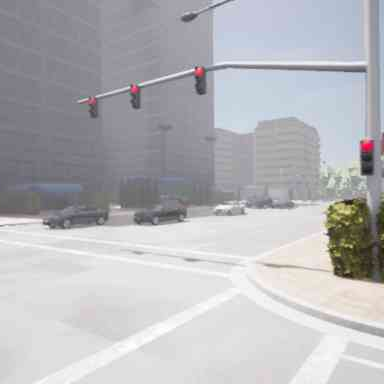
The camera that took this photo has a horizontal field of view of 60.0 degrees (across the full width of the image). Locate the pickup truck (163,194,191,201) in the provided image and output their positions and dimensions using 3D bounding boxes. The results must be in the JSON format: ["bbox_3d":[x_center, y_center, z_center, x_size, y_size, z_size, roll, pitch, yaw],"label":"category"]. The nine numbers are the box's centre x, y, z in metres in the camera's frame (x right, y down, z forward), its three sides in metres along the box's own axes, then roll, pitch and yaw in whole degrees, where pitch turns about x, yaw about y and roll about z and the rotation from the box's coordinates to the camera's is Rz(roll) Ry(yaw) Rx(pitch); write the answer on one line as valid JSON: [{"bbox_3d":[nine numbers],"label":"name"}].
[{"bbox_3d":[-3.339,1.407,53.207,6.274,2.098,2.390,0,0,-24],"label":"pickup truck"}]

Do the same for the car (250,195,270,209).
[{"bbox_3d":[10.042,1.414,49.483,2.150,2.045,5.566,-1,-1,36],"label":"car"}]

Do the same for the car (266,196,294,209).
[{"bbox_3d":[12.954,1.697,47.530,2.033,1.411,5.357,-1,0,36],"label":"car"}]

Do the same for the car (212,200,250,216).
[{"bbox_3d":[3.944,1.691,34.879,1.812,1.442,4.674,-1,-1,35],"label":"car"}]

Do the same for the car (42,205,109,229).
[{"bbox_3d":[-8.197,1.728,23.786,1.837,1.490,4.892,-1,0,35],"label":"car"}]

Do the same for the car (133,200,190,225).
[{"bbox_3d":[-2.430,1.655,25.888,1.882,1.535,5.008,-1,0,35],"label":"car"}]

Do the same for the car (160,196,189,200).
[{"bbox_3d":[-2.696,1.565,31.579,2.097,1.767,4.553,-1,0,35],"label":"car"}]
